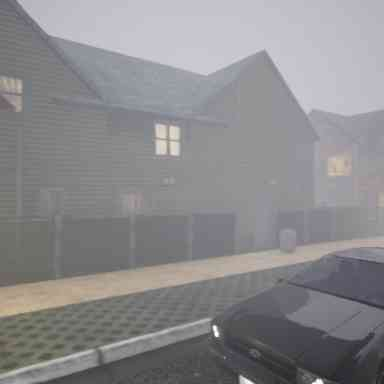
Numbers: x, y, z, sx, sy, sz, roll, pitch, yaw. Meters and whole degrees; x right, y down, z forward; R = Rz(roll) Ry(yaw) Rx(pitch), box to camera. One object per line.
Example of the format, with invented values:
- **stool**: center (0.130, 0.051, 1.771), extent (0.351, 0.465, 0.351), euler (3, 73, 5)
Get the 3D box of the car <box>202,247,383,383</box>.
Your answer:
- **car**: center (2.747, 1.595, 4.909), extent (5.357, 1.411, 2.033), euler (1, 0, -36)
